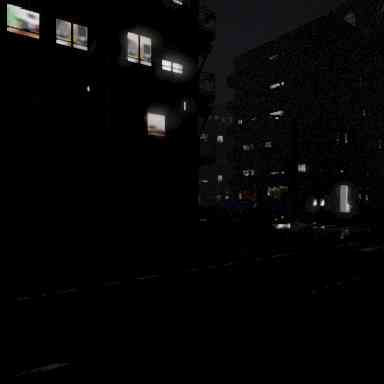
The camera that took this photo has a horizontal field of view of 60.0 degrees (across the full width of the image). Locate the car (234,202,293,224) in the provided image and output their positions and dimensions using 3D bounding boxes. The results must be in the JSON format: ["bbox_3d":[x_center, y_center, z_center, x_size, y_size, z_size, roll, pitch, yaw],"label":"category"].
[{"bbox_3d":[5.844,1.802,27.391,1.994,1.385,4.181,0,-1,-36],"label":"car"}]

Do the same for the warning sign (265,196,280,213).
[{"bbox_3d":[8.967,1.400,36.953,1.300,1.860,1.060,1,0,-36],"label":"warning sign"}]

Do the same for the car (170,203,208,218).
[{"bbox_3d":[-0.351,1.939,35.825,1.994,1.385,4.181,0,-1,-36],"label":"car"}]

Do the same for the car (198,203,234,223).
[{"bbox_3d":[1.744,1.874,28.641,1.802,1.307,4.206,-1,0,-36],"label":"car"}]

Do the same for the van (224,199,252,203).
[{"bbox_3d":[5.160,1.676,38.077,1.690,1.788,3.998,-1,0,-36],"label":"van"}]

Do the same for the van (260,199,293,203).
[{"bbox_3d":[8.479,1.603,33.564,1.690,1.788,3.998,-1,0,-36],"label":"van"}]
